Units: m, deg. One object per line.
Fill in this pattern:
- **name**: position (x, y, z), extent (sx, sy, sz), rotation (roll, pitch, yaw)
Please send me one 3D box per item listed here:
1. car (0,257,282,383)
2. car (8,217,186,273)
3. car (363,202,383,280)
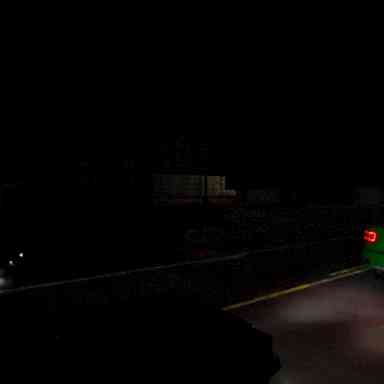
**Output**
- **car**: position (-1.444, 1.600, 2.724), extent (4.718, 1.301, 1.895), rotation (0, 0, -36)
- **car**: position (-2.765, 1.533, 10.628), extent (5.357, 1.411, 2.033), rotation (0, 0, -36)
- **car**: position (6.622, 1.180, 8.581), extent (5.566, 2.045, 2.150), rotation (0, 0, -36)
